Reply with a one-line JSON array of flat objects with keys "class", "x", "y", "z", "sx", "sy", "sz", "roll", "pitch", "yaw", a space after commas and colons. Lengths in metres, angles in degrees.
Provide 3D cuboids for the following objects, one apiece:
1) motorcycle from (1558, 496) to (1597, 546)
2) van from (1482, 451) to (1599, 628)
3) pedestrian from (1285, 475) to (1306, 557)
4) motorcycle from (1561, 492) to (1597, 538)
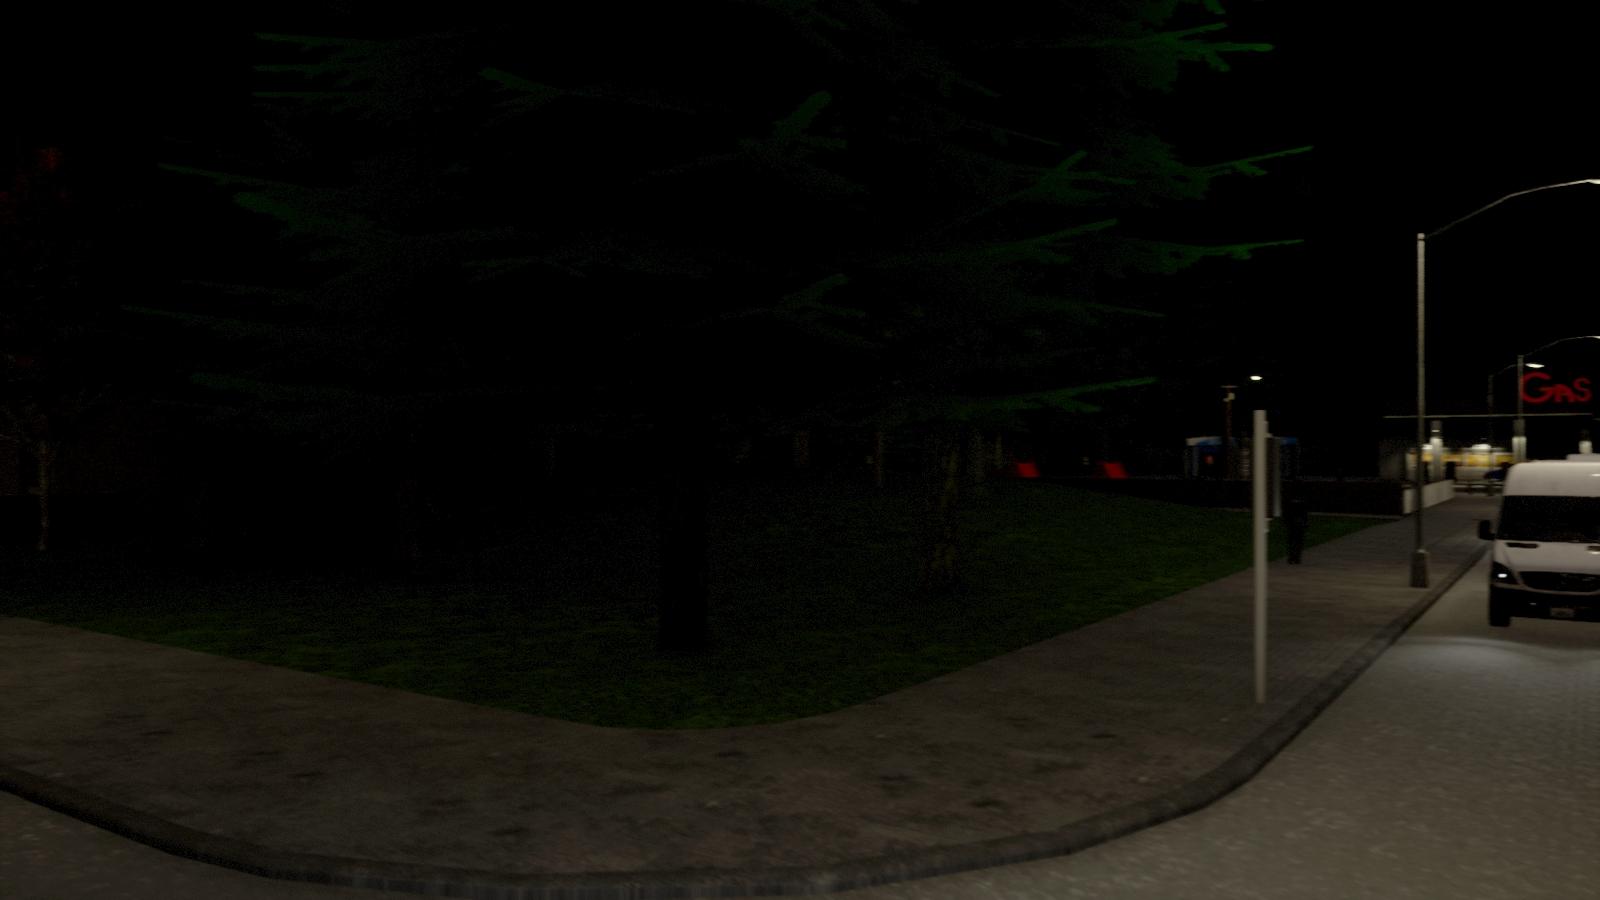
[{"class": "motorcycle", "x": 21.357, "y": 1.933, "z": 31.358, "sx": 0.856, "sy": 1.236, "sz": 1.805, "roll": 0, "pitch": 0, "yaw": 35}, {"class": "van", "x": 12.879, "y": 1.297, "z": 19.242, "sx": 1.988, "sy": 2.561, "sz": 5.915, "roll": 0, "pitch": 0, "yaw": 35}, {"class": "pedestrian", "x": 11.472, "y": 1.512, "z": 26.459, "sx": 0.375, "sy": 1.860, "sz": 0.375, "roll": 0, "pitch": 0, "yaw": 35}, {"class": "motorcycle", "x": 23.683, "y": 1.953, "z": 34.723, "sx": 0.867, "sy": 1.251, "sz": 2.209, "roll": 0, "pitch": 0, "yaw": 35}]
